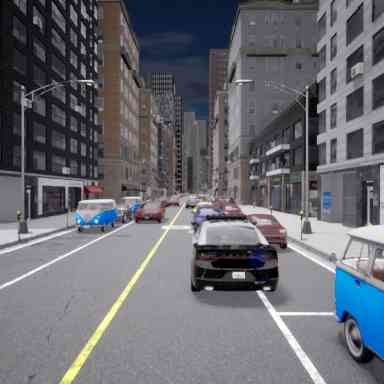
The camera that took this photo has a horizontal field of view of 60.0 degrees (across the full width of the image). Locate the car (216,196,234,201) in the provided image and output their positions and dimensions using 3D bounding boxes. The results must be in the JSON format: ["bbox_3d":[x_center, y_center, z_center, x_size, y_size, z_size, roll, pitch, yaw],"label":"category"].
[{"bbox_3d":[2.931,1.316,30.811,2.192,1.841,5.009,0,0,0],"label":"car"}]

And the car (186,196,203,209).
[{"bbox_3d":[0.132,1.569,45.938,1.994,1.385,4.181,0,0,0],"label":"car"}]

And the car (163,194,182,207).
[{"bbox_3d":[-2.876,1.484,50.203,1.882,1.535,5.008,0,0,0],"label":"car"}]

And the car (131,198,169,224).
[{"bbox_3d":[-3.039,1.478,24.974,1.882,1.535,5.008,0,0,0],"label":"car"}]

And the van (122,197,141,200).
[{"bbox_3d":[-5.594,1.342,30.832,1.690,1.788,3.998,0,0,0],"label":"van"}]

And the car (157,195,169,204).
[{"bbox_3d":[-5.512,1.453,63.841,1.967,1.590,4.097,0,0,0],"label":"car"}]

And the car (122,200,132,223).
[{"bbox_3d":[-5.608,1.551,25.331,2.008,1.369,4.403,0,0,0],"label":"car"}]

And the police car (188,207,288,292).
[{"bbox_3d":[0.922,1.425,9.097,1.930,1.638,5.238,0,0,0],"label":"police car"}]

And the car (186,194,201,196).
[{"bbox_3d":[0.147,1.536,59.331,1.812,1.442,4.674,0,0,0],"label":"car"}]

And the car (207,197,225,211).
[{"bbox_3d":[2.959,1.444,41.814,1.967,1.590,4.097,0,0,0],"label":"car"}]

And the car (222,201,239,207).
[{"bbox_3d":[2.918,1.582,25.309,1.802,1.307,4.206,0,0,0],"label":"car"}]

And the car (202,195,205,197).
[{"bbox_3d":[2.986,1.558,52.817,2.008,1.369,4.403,0,0,0],"label":"car"}]

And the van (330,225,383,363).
[{"bbox_3d":[2.863,1.341,3.304,1.690,1.788,3.998,0,0,0],"label":"van"}]

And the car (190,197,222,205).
[{"bbox_3d":[0.961,1.456,25.178,1.801,1.575,5.366,0,0,0],"label":"car"}]

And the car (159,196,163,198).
[{"bbox_3d":[-5.539,1.573,52.838,1.947,1.339,4.313,0,0,0],"label":"car"}]

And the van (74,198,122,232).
[{"bbox_3d":[-5.622,1.341,19.831,1.690,1.788,3.998,0,0,0],"label":"van"}]

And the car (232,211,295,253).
[{"bbox_3d":[2.891,1.582,14.307,1.802,1.307,4.206,0,0,0],"label":"car"}]

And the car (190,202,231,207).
[{"bbox_3d":[0.946,1.526,18.987,1.812,1.442,4.674,0,0,0],"label":"car"}]

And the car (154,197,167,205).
[{"bbox_3d":[-5.526,1.592,58.339,1.802,1.307,4.206,0,0,0],"label":"car"}]

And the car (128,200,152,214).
[{"bbox_3d":[-5.580,1.568,36.334,1.947,1.339,4.313,0,0,0],"label":"car"}]
